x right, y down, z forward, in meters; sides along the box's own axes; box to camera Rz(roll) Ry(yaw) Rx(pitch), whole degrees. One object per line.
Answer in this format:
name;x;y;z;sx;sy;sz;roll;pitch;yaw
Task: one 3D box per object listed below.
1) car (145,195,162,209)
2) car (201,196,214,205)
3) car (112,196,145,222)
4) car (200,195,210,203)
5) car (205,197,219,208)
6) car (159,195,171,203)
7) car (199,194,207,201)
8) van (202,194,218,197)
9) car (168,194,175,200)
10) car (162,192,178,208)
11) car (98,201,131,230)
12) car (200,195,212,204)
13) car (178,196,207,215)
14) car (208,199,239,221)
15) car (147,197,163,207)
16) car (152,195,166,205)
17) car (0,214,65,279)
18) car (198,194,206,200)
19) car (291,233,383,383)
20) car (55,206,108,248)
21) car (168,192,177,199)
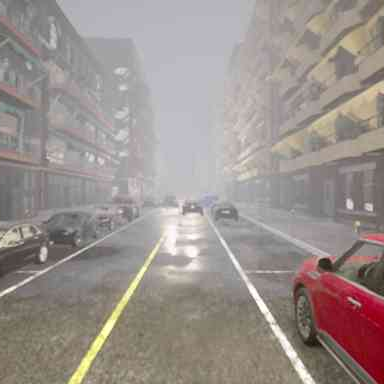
car;-5.338;1.291;42.909;1.967;1.590;4.097;1;0;0
car;2.532;1.379;54.287;1.947;1.339;4.313;1;0;0
car;-5.323;1.224;25.897;2.192;1.841;5.009;1;0;0
car;2.524;1.301;65.798;1.752;1.417;4.829;1;0;0
car;2.550;1.440;31.604;2.008;1.369;4.403;1;0;0
car;-5.356;1.327;65.593;2.008;1.369;4.403;1;0;0
car;2.515;1.265;77.140;1.752;1.417;4.829;1;0;0
van;2.544;1.192;42.945;1.690;1.788;3.998;1;0;0
car;-5.379;1.231;88.106;1.752;1.417;4.829;1;0;0
car;-2.871;1.198;44.120;2.097;1.767;4.553;0;0;0
car;-5.322;1.479;20.226;2.008;1.369;4.403;1;0;0
car;2.528;1.339;59.957;1.887;1.381;4.507;1;0;0
car;0.070;1.390;32.316;2.163;1.488;4.792;0;0;0
car;2.554;1.474;25.933;1.947;1.339;4.313;1;0;0
car;-5.344;1.414;48.581;1.802;1.307;4.206;1;0;0
car;-5.346;1.253;54.251;1.967;1.590;4.097;1;0;0
car;-5.313;1.519;8.884;2.008;1.369;4.403;1;0;0
car;2.510;1.304;82.641;1.802;1.307;4.206;1;0;0
car;2.574;1.303;3.249;2.192;1.841;5.009;1;0;0
car;-5.318;1.514;14.556;1.947;1.339;4.313;1;0;0
car;-5.384;1.004;93.946;2.192;1.841;5.009;1;0;0
